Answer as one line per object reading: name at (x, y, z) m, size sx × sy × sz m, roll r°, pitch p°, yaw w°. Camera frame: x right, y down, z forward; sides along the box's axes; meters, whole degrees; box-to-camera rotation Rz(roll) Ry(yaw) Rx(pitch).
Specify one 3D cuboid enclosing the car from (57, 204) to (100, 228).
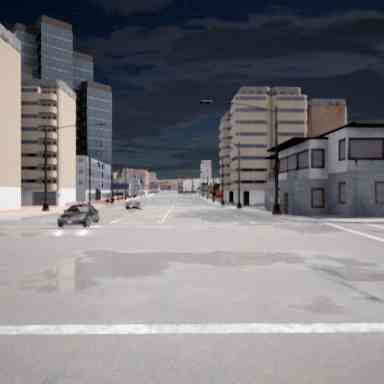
car at (-7.554, 1.563, 22.596) m, size 1.812 × 1.442 × 4.674 m, roll 0°, pitch 0°, yaw -2°

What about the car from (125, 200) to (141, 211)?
car at (-8.570, 1.919, 48.706) m, size 2.128 × 1.511 × 4.902 m, roll 0°, pitch -1°, yaw -2°
